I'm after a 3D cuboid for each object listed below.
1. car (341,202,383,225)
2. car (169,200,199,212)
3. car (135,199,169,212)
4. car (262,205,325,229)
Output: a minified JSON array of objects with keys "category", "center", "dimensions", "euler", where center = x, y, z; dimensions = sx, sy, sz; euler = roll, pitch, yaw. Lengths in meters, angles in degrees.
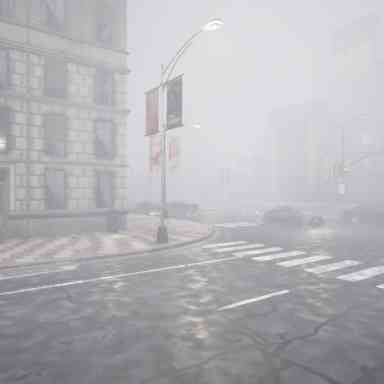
[{"category":"car","center":[12.727,1.477,22.248],"dimensions":[5.008,1.535,1.882],"euler":[0,1,38]},{"category":"car","center":[-1.179,1.601,39.506],"dimensions":[1.895,1.301,4.718],"euler":[0,0,-36]},{"category":"car","center":[-4.940,1.563,38.749],"dimensions":[1.994,1.385,4.181],"euler":[0,0,-35]},{"category":"car","center":[6.572,1.564,21.863],"dimensions":[1.994,1.385,4.181],"euler":[0,0,-29]}]
